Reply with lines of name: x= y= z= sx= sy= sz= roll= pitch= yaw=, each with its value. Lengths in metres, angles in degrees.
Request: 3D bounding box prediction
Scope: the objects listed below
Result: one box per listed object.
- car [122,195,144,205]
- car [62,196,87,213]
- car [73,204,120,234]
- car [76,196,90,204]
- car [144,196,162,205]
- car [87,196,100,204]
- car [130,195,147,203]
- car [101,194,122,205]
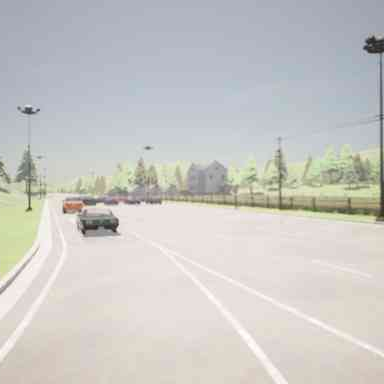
car: x=-9.925 y=1.482 z=55.449 sx=1.895 sy=1.301 sz=4.718 roll=-1 pitch=0 yaw=-23
car: x=-13.289 y=1.327 z=37.045 sx=2.097 sy=1.767 sz=4.553 roll=-1 pitch=0 yaw=-23
car: x=-5.525 y=1.577 z=19.106 sx=1.895 sy=1.301 sz=4.718 roll=-1 pitch=0 yaw=-23
car: x=-20.313 y=1.494 z=61.818 sx=2.033 sy=1.411 sz=5.357 roll=-1 pitch=0 yaw=-23
car: x=-6.537 y=1.341 z=56.431 sx=2.128 sy=1.511 sz=4.902 roll=-1 pitch=0 yaw=-23
car: x=-16.171 y=1.421 z=52.256 sx=1.882 sy=1.535 sz=5.008 roll=-1 pitch=0 yaw=-23
car: x=-10.679 y=1.417 z=65.992 sx=2.033 sy=1.411 sz=5.357 roll=-1 pitch=0 yaw=-23
car: x=-13.125 y=1.438 z=54.030 sx=1.812 sy=1.442 sz=4.674 roll=-1 pitch=0 yaw=-23
